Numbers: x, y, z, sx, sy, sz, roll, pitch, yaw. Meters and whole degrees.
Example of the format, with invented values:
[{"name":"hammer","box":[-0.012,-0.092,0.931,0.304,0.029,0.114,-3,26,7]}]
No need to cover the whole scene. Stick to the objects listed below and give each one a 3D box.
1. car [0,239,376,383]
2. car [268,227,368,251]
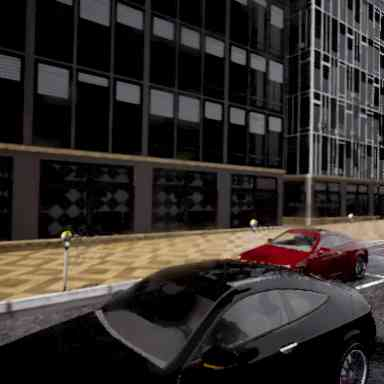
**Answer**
[{"name":"car","box":[0.128,1.536,3.468,4.674,1.442,1.812,0,0,-35]},{"name":"car","box":[3.002,1.621,8.683,4.206,1.307,1.802,0,1,-35]}]
